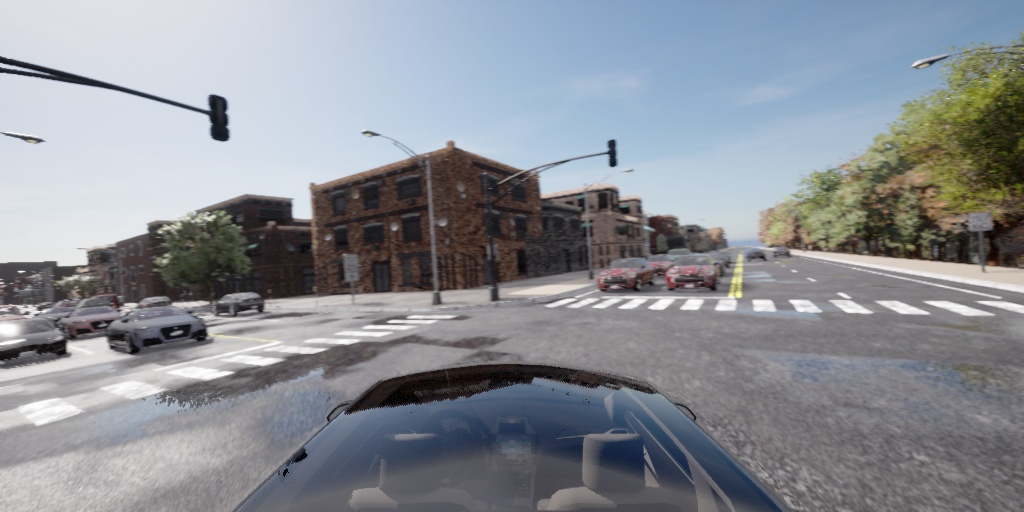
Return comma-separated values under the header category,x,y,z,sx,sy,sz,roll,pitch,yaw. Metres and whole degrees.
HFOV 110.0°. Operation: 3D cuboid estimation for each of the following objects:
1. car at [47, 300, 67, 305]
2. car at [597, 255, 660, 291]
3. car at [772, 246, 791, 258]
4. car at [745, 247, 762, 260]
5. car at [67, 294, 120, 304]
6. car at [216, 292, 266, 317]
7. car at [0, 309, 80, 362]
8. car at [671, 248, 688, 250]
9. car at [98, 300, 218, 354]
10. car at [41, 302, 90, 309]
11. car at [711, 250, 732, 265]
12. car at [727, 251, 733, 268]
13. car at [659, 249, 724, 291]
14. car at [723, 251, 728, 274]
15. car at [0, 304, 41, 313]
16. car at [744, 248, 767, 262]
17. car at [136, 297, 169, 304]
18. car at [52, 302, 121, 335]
category,x,y,z,sx,sy,sz,roll,pitch,yaw
car,-44.995,5.237,36.520,4.553,1.767,2.097,-5,-1,32
car,6.342,0.905,19.773,2.097,1.767,4.553,-4,-1,35
car,37.166,-0.566,49.497,2.128,1.511,4.902,-4,-1,33
car,34.455,-0.388,51.284,1.882,1.535,5.008,-4,-1,33
car,-36.632,4.494,31.411,4.553,1.767,2.097,-5,-1,32
car,-17.337,3.016,22.775,4.403,1.370,2.007,0,0,32
car,-17.170,2.902,12.521,4.313,1.339,1.948,0,0,32
car,16.477,0.313,35.483,2.150,2.045,5.566,-4,-1,32
car,-12.970,2.559,13.090,4.181,1.385,1.994,-5,-1,32
car,-29.850,4.062,23.541,4.181,1.385,1.994,-5,-1,32
car,25.014,0.139,42.697,1.837,1.490,4.892,-4,-1,33
car,19.434,0.452,34.028,1.994,1.385,4.181,-4,-1,33
car,9.111,0.709,17.963,2.097,1.767,4.553,-4,-1,33
car,14.027,0.611,25.619,1.882,1.535,5.008,-4,-1,33
car,-25.928,3.430,17.965,5.009,1.841,2.192,0,0,32
car,28.983,-0.114,42.573,1.837,1.490,4.892,-4,-1,33
car,-30.858,4.217,30.992,4.403,1.370,2.007,0,0,32
car,-21.363,3.306,18.290,4.181,1.385,1.994,-5,-1,32
